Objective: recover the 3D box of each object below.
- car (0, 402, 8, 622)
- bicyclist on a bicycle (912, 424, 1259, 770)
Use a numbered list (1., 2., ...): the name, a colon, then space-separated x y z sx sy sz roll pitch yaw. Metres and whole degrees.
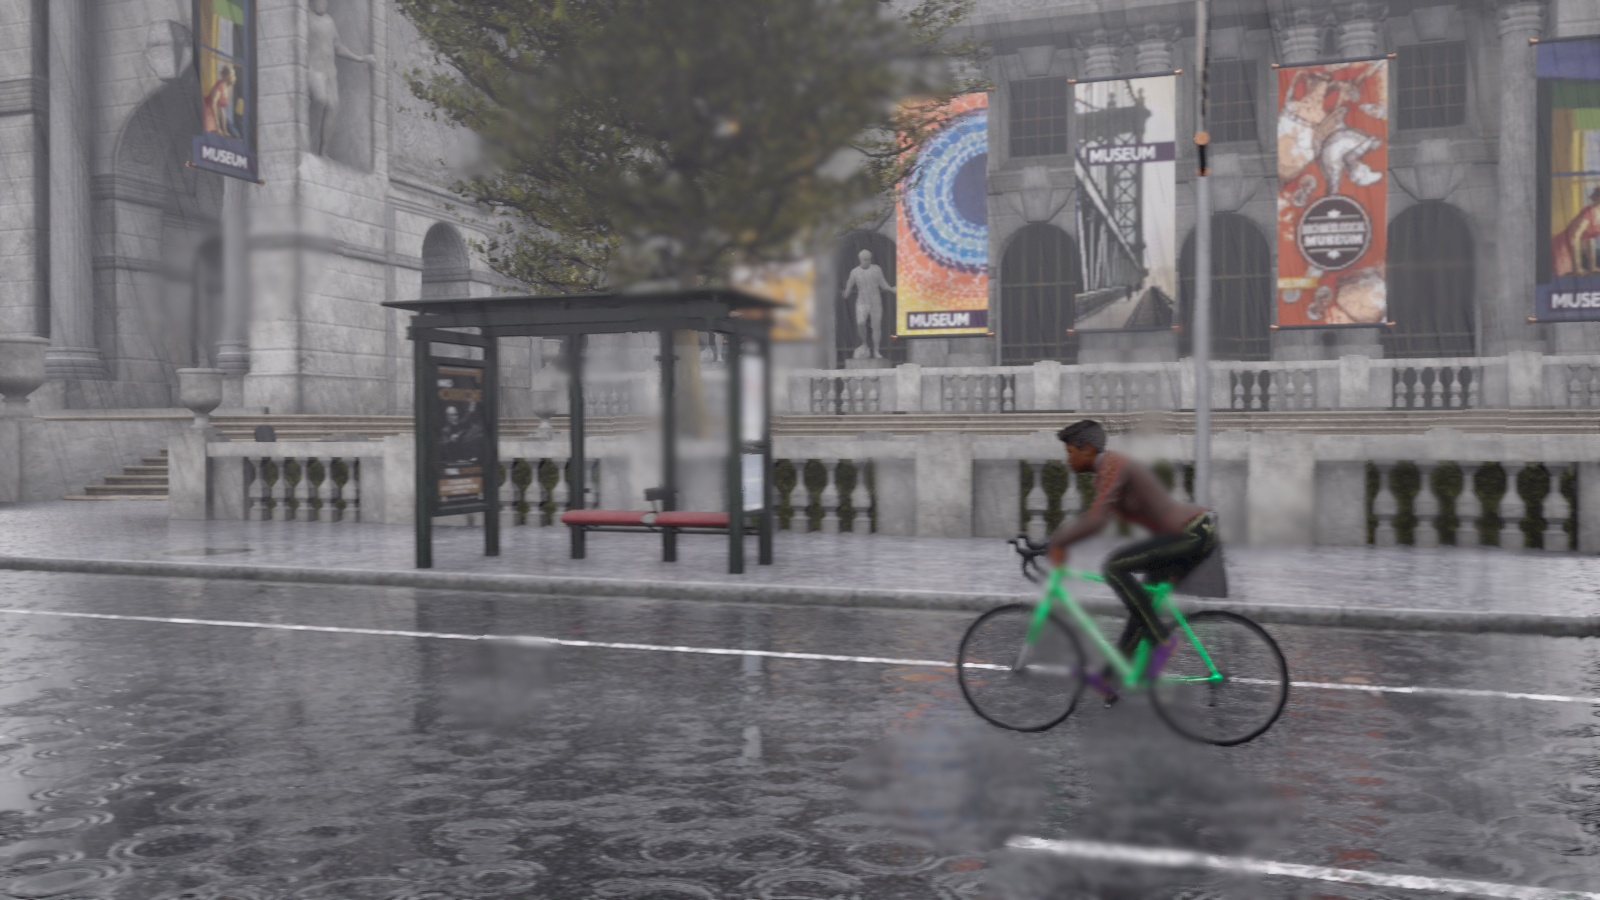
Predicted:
1. car: -8.900 0.493 9.879 4.553 1.767 2.097 0 1 19
2. bicyclist on a bicycle: 1.449 0.682 6.401 1.656 1.620 0.582 0 1 19
